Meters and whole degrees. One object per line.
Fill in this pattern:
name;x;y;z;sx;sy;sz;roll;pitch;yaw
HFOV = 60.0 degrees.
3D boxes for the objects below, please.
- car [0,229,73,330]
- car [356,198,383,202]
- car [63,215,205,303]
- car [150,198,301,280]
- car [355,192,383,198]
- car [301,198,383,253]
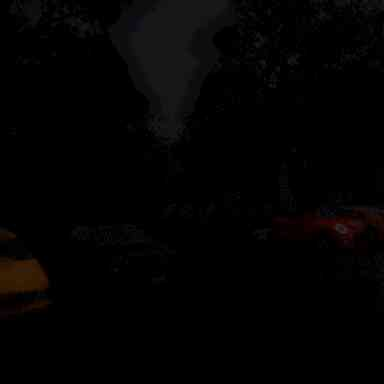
car;-4.244;1.472;6.805;1.946;1.575;5.366;0;0;-35
car;9.261;1.301;16.893;1.946;1.575;5.366;-1;1;-35
car;-2.084;1.467;8.580;2.097;1.535;5.008;0;0;-36
car;0.172;1.199;10.217;2.435;2.045;5.566;-1;0;-35
car;11.649;1.007;18.334;2.435;2.045;5.566;-1;1;-35
car;4.715;1.267;13.461;2.185;1.767;4.553;-1;0;-35
